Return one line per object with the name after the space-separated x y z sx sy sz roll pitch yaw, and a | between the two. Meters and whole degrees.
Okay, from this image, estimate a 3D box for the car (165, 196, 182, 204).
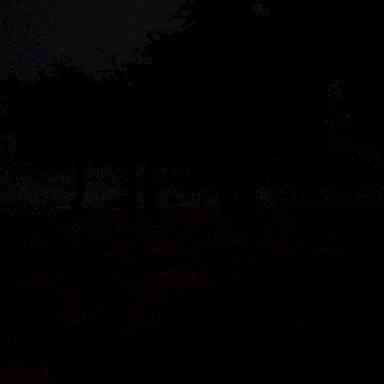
-4.107 1.749 73.725 2.097 1.767 4.553 2 1 29 | car

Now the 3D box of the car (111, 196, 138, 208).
-12.191 1.778 60.117 2.150 2.045 5.566 2 1 32 | car
